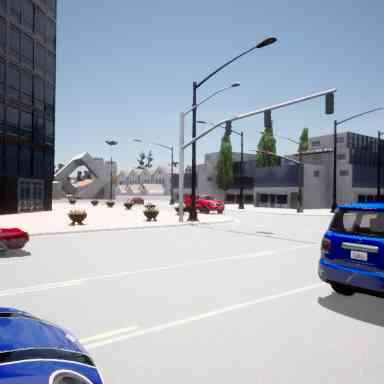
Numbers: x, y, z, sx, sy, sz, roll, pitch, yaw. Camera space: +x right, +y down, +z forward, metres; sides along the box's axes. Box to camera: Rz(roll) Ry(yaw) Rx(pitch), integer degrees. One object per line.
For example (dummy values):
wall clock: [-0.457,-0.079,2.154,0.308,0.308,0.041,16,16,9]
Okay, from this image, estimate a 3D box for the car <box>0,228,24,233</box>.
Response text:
car: [-8.139,1.600,11.082,4.718,1.301,1.895,0,0,-36]

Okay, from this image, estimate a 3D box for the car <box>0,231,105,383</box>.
car: [-2.747,1.352,1.783,4.553,1.767,2.097,0,0,-35]

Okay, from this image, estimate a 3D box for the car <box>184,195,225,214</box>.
car: [1.267,1.314,36.702,2.150,2.045,5.566,1,-1,-35]

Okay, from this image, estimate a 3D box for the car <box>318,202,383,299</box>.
car: [5.179,1.239,7.496,5.566,2.045,2.150,0,0,-35]

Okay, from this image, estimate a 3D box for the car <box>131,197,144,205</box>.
car: [-10.272,1.646,62.296,1.882,1.535,5.008,1,0,-20]
